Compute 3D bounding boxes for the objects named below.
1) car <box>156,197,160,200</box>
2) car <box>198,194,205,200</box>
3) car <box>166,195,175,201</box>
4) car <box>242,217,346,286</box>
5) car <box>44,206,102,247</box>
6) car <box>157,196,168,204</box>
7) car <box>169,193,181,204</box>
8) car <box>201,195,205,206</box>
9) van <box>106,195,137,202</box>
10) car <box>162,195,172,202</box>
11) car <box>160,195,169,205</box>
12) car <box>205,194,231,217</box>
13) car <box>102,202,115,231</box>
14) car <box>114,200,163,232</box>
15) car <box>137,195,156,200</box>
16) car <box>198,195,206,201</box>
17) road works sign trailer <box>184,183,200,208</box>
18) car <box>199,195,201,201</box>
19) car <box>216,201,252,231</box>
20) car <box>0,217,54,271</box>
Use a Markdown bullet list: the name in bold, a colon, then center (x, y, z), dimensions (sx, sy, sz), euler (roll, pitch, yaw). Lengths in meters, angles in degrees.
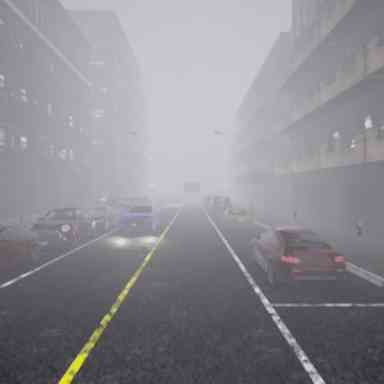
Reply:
- **car**: center (-5.716, 1.534, 42.738), dimensions (2.008, 1.369, 4.403), euler (-1, 0, 0)
- **car**: center (2.659, 1.408, 93.129), dimensions (1.967, 1.590, 4.097), euler (-1, 0, 0)
- **car**: center (-5.718, 1.520, 87.554), dimensions (2.008, 1.369, 4.403), euler (-1, 0, 0)
- **car**: center (2.679, 1.578, 9.098), dimensions (1.802, 1.307, 4.206), euler (-1, 0, 0)
- **car**: center (-5.671, 1.434, 14.727), dimensions (1.967, 1.590, 4.097), euler (-1, 0, 0)
- **car**: center (-5.713, 1.558, 65.146), dimensions (1.802, 1.307, 4.206), euler (-1, 0, 0)
- **car**: center (-3.052, 1.469, 61.404), dimensions (2.128, 1.511, 4.902), euler (0, 0, 1)
- **car**: center (2.668, 1.298, 42.711), dimensions (2.192, 1.841, 5.009), euler (-1, 0, 0)
- **van**: center (-5.675, 1.331, 25.931), dimensions (1.690, 1.788, 3.998), euler (-1, 0, 0)
- **car**: center (-5.716, 1.523, 76.350), dimensions (2.008, 1.369, 4.403), euler (-1, 0, 0)
- **car**: center (-5.712, 1.560, 59.544), dimensions (1.802, 1.307, 4.206), euler (-1, 0, 0)
- **car**: center (2.671, 1.302, 31.507), dimensions (2.192, 1.841, 5.009), euler (-1, 0, 0)
- **car**: center (-5.671, 1.542, 20.329), dimensions (2.008, 1.369, 4.403), euler (-1, 0, 0)
- **car**: center (-3.104, 1.469, 20.263), dimensions (1.882, 1.535, 5.008), euler (0, 0, 0)
- **car**: center (-5.701, 1.300, 37.135), dimensions (2.192, 1.841, 5.009), euler (-1, 0, 0)
- **car**: center (2.662, 1.535, 87.527), dimensions (1.947, 1.339, 4.313), euler (-1, 0, 0)
- **road works sign trailer**: center (-0.006, 0.445, 48.559), dimensions (2.380, 3.560, 2.880), euler (0, 0, 1)
- **car**: center (2.666, 1.294, 53.915), dimensions (2.192, 1.841, 5.009), euler (-1, 0, 0)
- **car**: center (2.676, 1.517, 20.473), dimensions (1.752, 1.417, 4.829), euler (-1, 0, 0)
- **car**: center (-5.668, 1.578, 9.126), dimensions (1.802, 1.307, 4.206), euler (-1, 0, 0)
